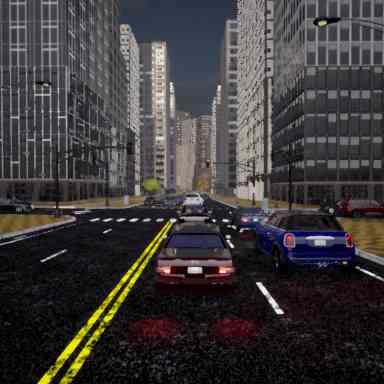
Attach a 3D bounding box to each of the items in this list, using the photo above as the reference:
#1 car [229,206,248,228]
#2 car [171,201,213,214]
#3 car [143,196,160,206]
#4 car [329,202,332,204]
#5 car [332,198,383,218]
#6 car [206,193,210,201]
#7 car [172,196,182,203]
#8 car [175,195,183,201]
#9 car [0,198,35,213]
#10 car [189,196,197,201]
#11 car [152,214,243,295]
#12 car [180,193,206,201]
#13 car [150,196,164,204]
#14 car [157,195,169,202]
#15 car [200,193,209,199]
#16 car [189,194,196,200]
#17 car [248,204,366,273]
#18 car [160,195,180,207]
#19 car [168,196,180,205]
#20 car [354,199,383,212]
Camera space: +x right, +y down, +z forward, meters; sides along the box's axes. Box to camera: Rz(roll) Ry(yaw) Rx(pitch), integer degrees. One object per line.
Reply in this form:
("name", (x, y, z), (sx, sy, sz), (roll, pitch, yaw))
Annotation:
("car", (3.390, 1.536, 20.235), (2.033, 1.411, 5.357), (0, 0, 0))
("car", (0.137, 1.481, 18.626), (2.128, 1.511, 4.902), (0, 0, 0))
("car", (-6.490, 1.466, 52.401), (1.837, 1.490, 4.892), (0, 0, 0))
("car", (16.487, 1.614, 36.715), (4.892, 1.490, 1.837), (0, 1, -1))
("car", (16.262, 1.517, 30.908), (5.009, 1.841, 2.192), (1, 0, 1))
("car", (3.414, 1.392, 81.721), (1.882, 1.535, 5.008), (0, 0, 0))
("car", (-3.112, 1.541, 69.456), (1.895, 1.301, 4.718), (0, 0, 0))
("car", (-3.092, 1.426, 79.535), (1.837, 1.490, 4.892), (0, 0, 0))
("car", (-18.761, 1.339, 34.140), (4.902, 1.511, 2.128), (1, 1, 1))
("car", (0.158, 1.522, 78.886), (1.895, 1.301, 4.718), (0, 0, 0))
("car", (0.110, 1.543, 8.881), (2.033, 1.411, 5.357), (0, 0, 1))
("car", (0.235, 1.182, 45.396), (2.150, 2.045, 5.566), (1, 0, 6))
("car", (-6.436, 1.497, 62.281), (2.033, 1.411, 5.357), (0, 0, 0))
("car", (-6.356, 1.475, 72.951), (2.033, 1.411, 5.357), (0, 0, 0))
("car", (3.434, 1.093, 92.110), (2.097, 1.767, 4.553), (0, 0, 0))
("car", (0.184, 1.405, 92.149), (1.837, 1.490, 4.892), (0, 0, 0))
("car", (3.370, 1.347, 10.851), (2.097, 1.767, 4.553), (0, 0, 0))
("car", (-3.221, 1.315, 50.561), (2.097, 1.767, 4.553), (0, 0, -1))
("car", (-3.206, 1.479, 59.481), (1.812, 1.442, 4.674), (0, 0, 1))
("car", (21.887, 1.640, 39.183), (4.829, 1.417, 1.752), (1, 0, 1))
